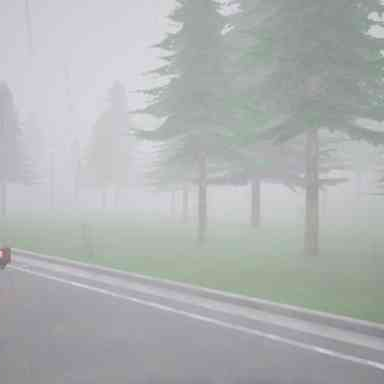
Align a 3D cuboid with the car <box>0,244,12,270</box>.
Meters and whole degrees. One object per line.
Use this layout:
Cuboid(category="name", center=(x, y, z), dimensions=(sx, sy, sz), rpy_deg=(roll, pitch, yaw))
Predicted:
Cuboid(category="car", center=(-6.892, 1.548, 8.903), dimensions=(4.718, 1.301, 1.895), rpy_deg=(0, 0, 35))
